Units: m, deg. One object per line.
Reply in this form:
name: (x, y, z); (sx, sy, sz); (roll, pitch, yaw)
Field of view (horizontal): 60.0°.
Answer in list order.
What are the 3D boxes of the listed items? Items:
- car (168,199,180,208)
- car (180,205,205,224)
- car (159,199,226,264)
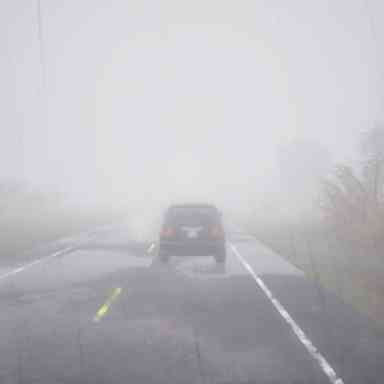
car: (-3.462, 2.203, 64.582); (1.882, 1.535, 5.008); (0, -1, 0)
car: (0.053, 1.875, 28.382); (1.994, 1.385, 4.181); (0, -1, 0)
car: (0.023, 1.362, 12.597); (2.150, 2.045, 5.566); (0, 0, 0)
